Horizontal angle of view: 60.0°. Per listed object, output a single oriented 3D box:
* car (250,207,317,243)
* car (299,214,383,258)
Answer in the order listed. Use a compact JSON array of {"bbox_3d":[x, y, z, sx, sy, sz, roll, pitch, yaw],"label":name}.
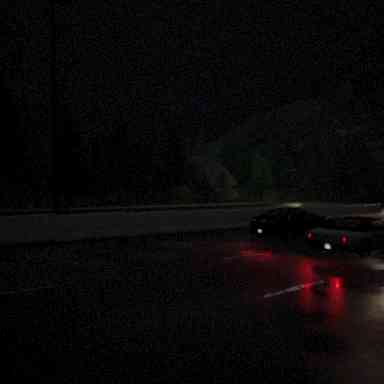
[{"bbox_3d":[4.958,1.486,15.971,4.902,1.511,2.128,0,0,-35],"label":"car"},{"bbox_3d":[6.505,1.595,12.781,4.718,1.301,1.895,0,0,-35],"label":"car"}]
